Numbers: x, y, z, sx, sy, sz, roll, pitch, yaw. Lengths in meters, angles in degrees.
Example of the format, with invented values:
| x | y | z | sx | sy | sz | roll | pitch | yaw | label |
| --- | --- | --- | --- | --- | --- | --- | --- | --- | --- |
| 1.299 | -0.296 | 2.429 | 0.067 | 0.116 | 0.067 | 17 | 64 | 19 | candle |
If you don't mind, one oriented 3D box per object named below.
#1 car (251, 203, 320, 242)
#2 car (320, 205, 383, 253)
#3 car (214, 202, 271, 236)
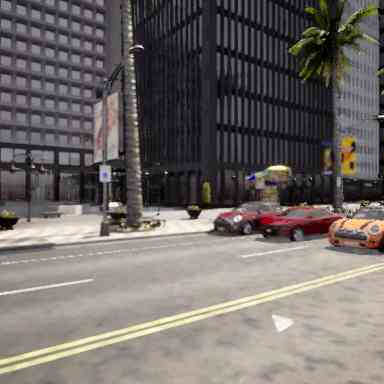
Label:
| x | y | z | sx | sy | sz | roll | pitch | yaw | label |
| --- | --- | --- | --- | --- | --- | --- | --- | --- | --- |
| 5.504 | 1.487 | 16.595 | 5.008 | 1.535 | 1.882 | 0 | 0 | -36 | car |
| 7.728 | 1.363 | 13.888 | 4.553 | 1.767 | 2.097 | 0 | 0 | -36 | car |
| 3.388 | 1.362 | 18.759 | 4.553 | 1.767 | 2.185 | 0 | 0 | -36 | car |
